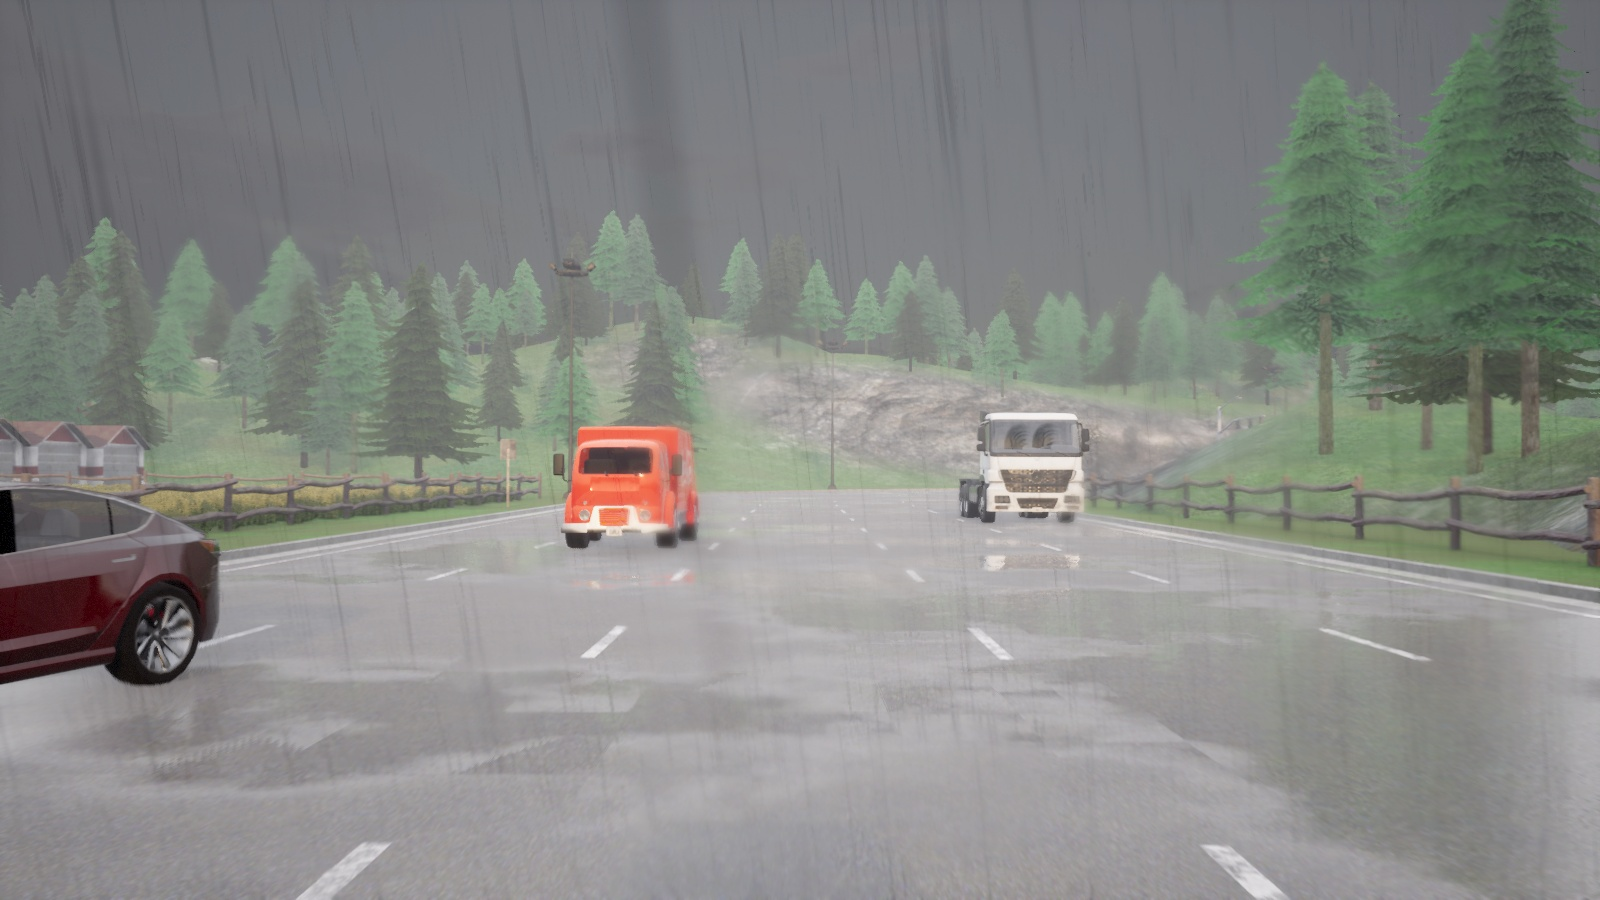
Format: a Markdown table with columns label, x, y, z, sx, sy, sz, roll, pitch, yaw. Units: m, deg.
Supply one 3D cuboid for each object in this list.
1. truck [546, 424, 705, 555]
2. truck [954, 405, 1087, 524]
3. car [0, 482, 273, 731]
| label | x | y | z | sx | sy | sz | roll | pitch | yaw |
| --- | --- | --- | --- | --- | --- | --- | --- | --- | --- |
| truck | -3.526 | 0.785 | 26.514 | 2.627 | 2.467 | 5.204 | 0 | -1 | 0 |
| truck | 6.959 | 0.490 | 40.750 | 2.891 | 3.462 | 7.936 | 0 | -1 | 0 |
| car | -5.888 | 0.972 | 7.981 | 2.163 | 1.488 | 4.792 | -1 | -1 | 16 |
